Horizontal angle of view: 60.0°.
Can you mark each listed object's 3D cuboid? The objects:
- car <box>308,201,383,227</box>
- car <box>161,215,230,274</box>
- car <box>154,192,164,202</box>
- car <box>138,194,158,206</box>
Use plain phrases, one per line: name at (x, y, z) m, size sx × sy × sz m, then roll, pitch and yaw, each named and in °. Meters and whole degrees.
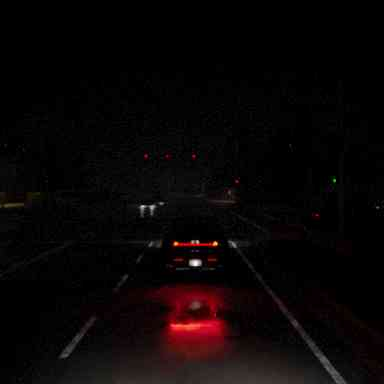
car at (10.430, 1.500, 21.630) m, size 5.357 × 1.411 × 2.033 m, roll 0°, pitch 0°, yaw 5°
car at (0.093, 1.480, 10.455) m, size 1.837 × 1.490 × 4.892 m, roll 0°, pitch 0°, yaw 0°
car at (-6.941, 1.073, 68.909) m, size 2.150 × 2.045 × 5.566 m, roll 0°, pitch 0°, yaw 0°
car at (-7.020, 1.407, 53.506) m, size 1.812 × 1.442 × 4.674 m, roll 0°, pitch 0°, yaw 0°
